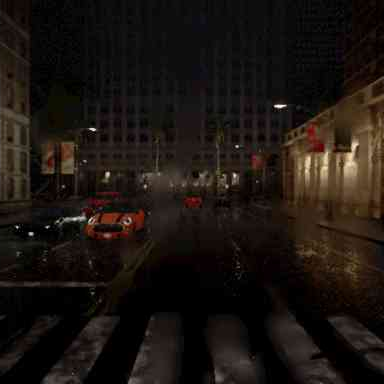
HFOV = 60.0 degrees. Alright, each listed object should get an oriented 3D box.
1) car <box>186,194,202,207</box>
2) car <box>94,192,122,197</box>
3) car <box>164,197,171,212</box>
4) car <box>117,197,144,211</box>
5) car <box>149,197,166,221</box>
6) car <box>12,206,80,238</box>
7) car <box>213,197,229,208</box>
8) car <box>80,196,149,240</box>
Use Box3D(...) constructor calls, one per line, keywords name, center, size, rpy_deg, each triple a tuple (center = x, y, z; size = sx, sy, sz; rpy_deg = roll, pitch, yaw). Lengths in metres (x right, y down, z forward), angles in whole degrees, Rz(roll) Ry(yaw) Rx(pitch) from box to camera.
Box3D(name="car", center=(0.266, 1.082, 44.520), size=(2.097, 1.767, 4.553), rpy_deg=(0, 0, 1))
Box3D(name="car", center=(-6.994, 1.057, 27.185), size=(2.150, 2.045, 5.566), rpy_deg=(0, 0, 1))
Box3D(name="car", center=(-3.364, 1.274, 35.951), size=(2.128, 1.511, 4.902), rpy_deg=(0, 0, 1))
Box3D(name="car", center=(-6.847, 1.320, 37.615), size=(2.033, 1.411, 5.357), rpy_deg=(0, 0, 1))
Box3D(name="car", center=(-3.522, 1.391, 25.852), size=(2.033, 1.411, 5.357), rpy_deg=(0, 0, 1))
Box3D(name="car", center=(-7.092, 1.442, 17.312), size=(2.033, 1.411, 5.357), rpy_deg=(0, 0, 0))
Box3D(name="car", center=(3.729, 1.289, 42.670), size=(2.033, 1.411, 5.357), rpy_deg=(0, 0, 1))
Box3D(name="car", center=(-3.585, 1.252, 16.379), size=(2.097, 1.767, 4.553), rpy_deg=(0, 0, 0))
